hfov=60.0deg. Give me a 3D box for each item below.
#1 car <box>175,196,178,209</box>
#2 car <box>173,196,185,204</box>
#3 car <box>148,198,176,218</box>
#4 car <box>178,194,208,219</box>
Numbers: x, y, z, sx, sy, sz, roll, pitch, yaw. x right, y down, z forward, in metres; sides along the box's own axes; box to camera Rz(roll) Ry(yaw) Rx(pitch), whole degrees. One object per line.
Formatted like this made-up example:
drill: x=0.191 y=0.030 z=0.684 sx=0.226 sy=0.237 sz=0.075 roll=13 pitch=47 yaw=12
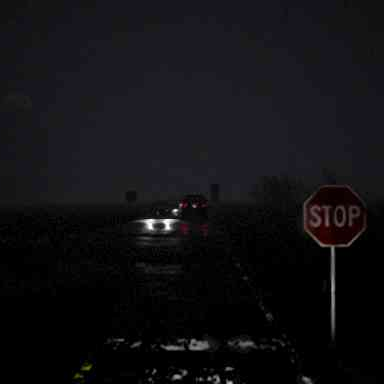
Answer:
car: x=-2.692 y=1.566 z=45.351 sx=2.033 sy=1.411 sz=5.357 roll=0 pitch=0 yaw=0
car: x=-2.543 y=1.531 z=64.314 sx=2.128 sy=1.511 sz=4.902 roll=0 pitch=0 yaw=0
car: x=-2.773 y=1.513 z=29.960 sx=1.837 sy=1.490 sz=4.892 roll=0 pitch=0 yaw=1
car: x=0.199 y=1.230 z=29.057 sx=2.150 sy=2.045 sz=5.566 roll=0 pitch=0 yaw=0
